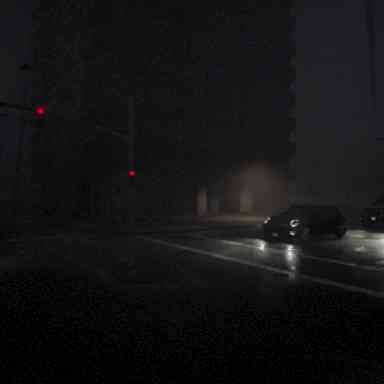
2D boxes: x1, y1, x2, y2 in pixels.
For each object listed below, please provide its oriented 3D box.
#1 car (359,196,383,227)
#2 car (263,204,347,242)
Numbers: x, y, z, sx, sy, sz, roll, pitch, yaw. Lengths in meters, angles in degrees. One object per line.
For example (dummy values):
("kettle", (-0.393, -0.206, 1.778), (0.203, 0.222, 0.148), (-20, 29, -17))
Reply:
("car", (13.482, 1.288, 22.182), (5.566, 2.045, 2.150), (0, 0, -35))
("car", (5.670, 1.392, 16.621), (4.553, 1.767, 2.097), (0, 0, -35))
